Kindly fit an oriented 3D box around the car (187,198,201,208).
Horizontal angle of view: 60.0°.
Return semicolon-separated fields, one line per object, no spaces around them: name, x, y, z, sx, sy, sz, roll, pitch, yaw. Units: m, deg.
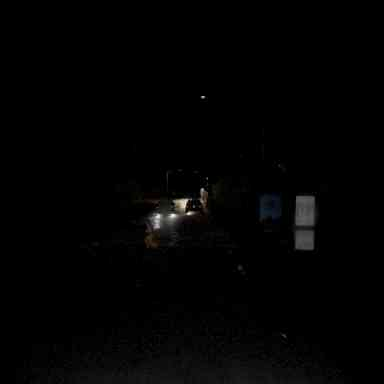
car;0.262;1.536;46.736;1.895;1.301;4.718;0;0;1

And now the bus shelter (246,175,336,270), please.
bus shelter;3.196;0.868;11.617;1.920;2.740;3.880;1;1;0

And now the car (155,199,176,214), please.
car;-2.697;1.482;35.107;1.812;1.442;4.674;0;0;0

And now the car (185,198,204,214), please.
car;0.236;1.504;35.461;2.033;1.411;5.357;0;0;1

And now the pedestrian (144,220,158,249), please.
pedestrian;-1.612;1.565;12.793;0.375;1.300;0.375;-1;1;-10
